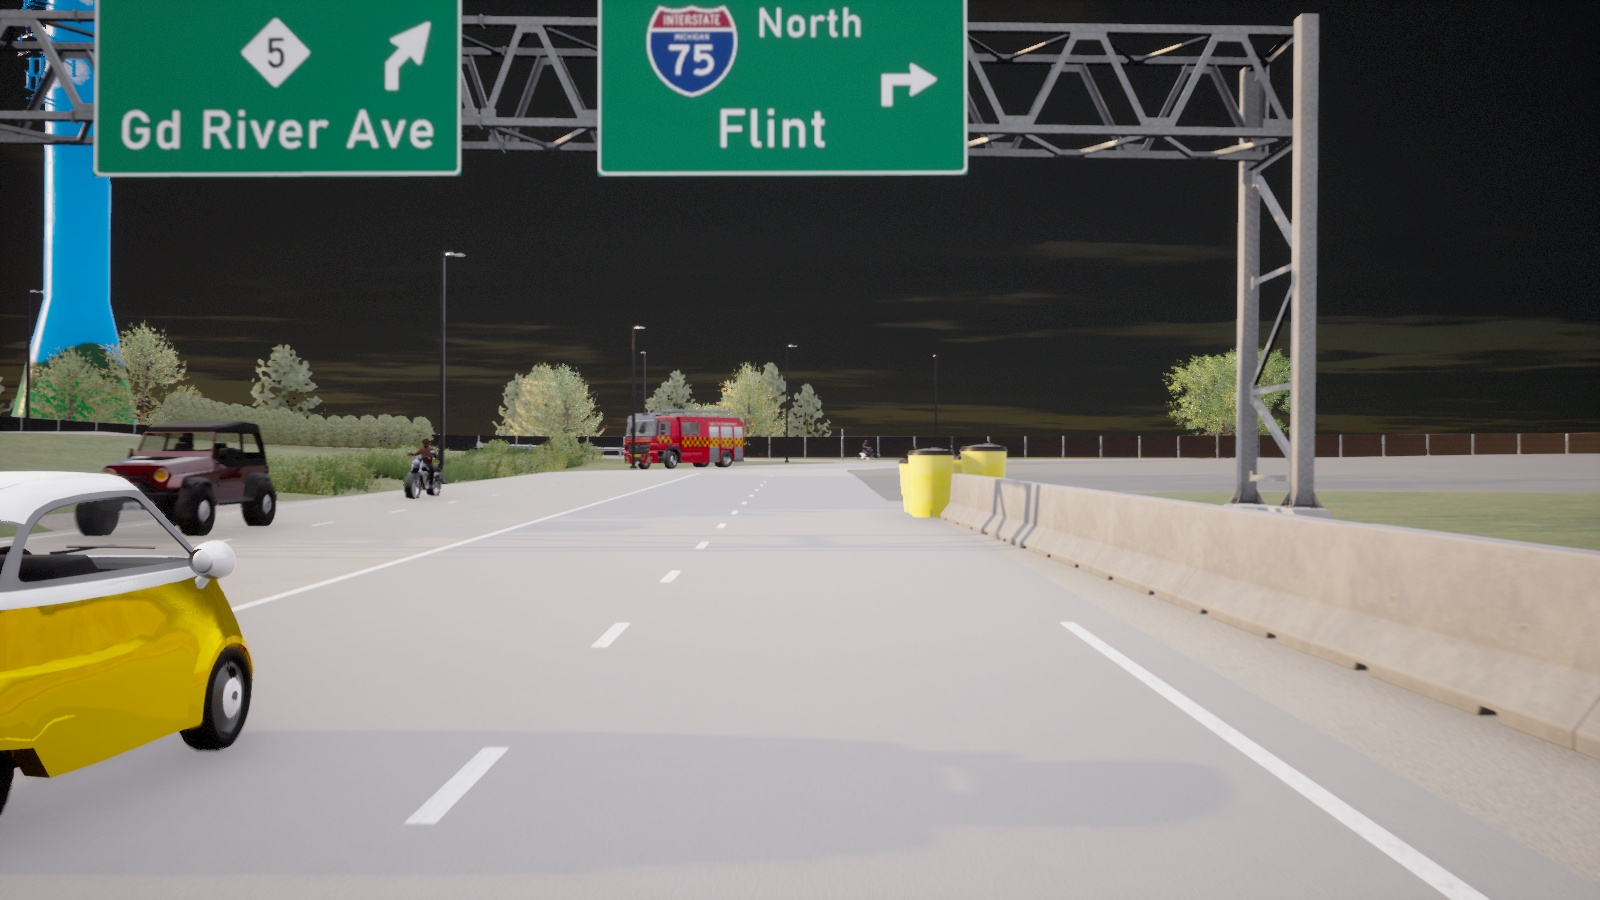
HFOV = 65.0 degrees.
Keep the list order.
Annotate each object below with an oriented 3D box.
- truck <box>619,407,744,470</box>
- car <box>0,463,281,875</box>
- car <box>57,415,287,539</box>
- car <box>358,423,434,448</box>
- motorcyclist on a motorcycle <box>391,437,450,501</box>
[{"bbox_3d":[-7.529,-0.694,80.909,2.891,3.827,8.468,0,0,39],"label":"truck"},{"bbox_3d":[-3.454,0.769,5.449,1.481,1.376,2.207,0,1,0],"label":"car"},{"bbox_3d":[-10.364,0.401,21.069,1.905,1.878,3.866,0,0,0],"label":"car"},{"bbox_3d":[-30.246,-1.042,94.058,2.152,1.651,5.027,0,-2,40],"label":"car"},{"bbox_3d":[-10.171,0.484,33.742,0.766,1.649,2.350,0,0,3],"label":"motorcyclist on a motorcycle"}]
